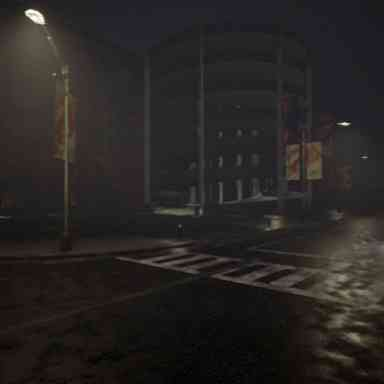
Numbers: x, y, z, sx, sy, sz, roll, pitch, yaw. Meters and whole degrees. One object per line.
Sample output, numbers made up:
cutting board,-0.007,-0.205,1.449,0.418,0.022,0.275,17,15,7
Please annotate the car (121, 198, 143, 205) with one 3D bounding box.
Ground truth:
car,-13.250,2.360,73.054,5.566,2.045,2.435,-1,-1,40

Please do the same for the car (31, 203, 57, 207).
car,-20.527,2.166,45.104,4.674,1.452,2.002,-1,-1,40
